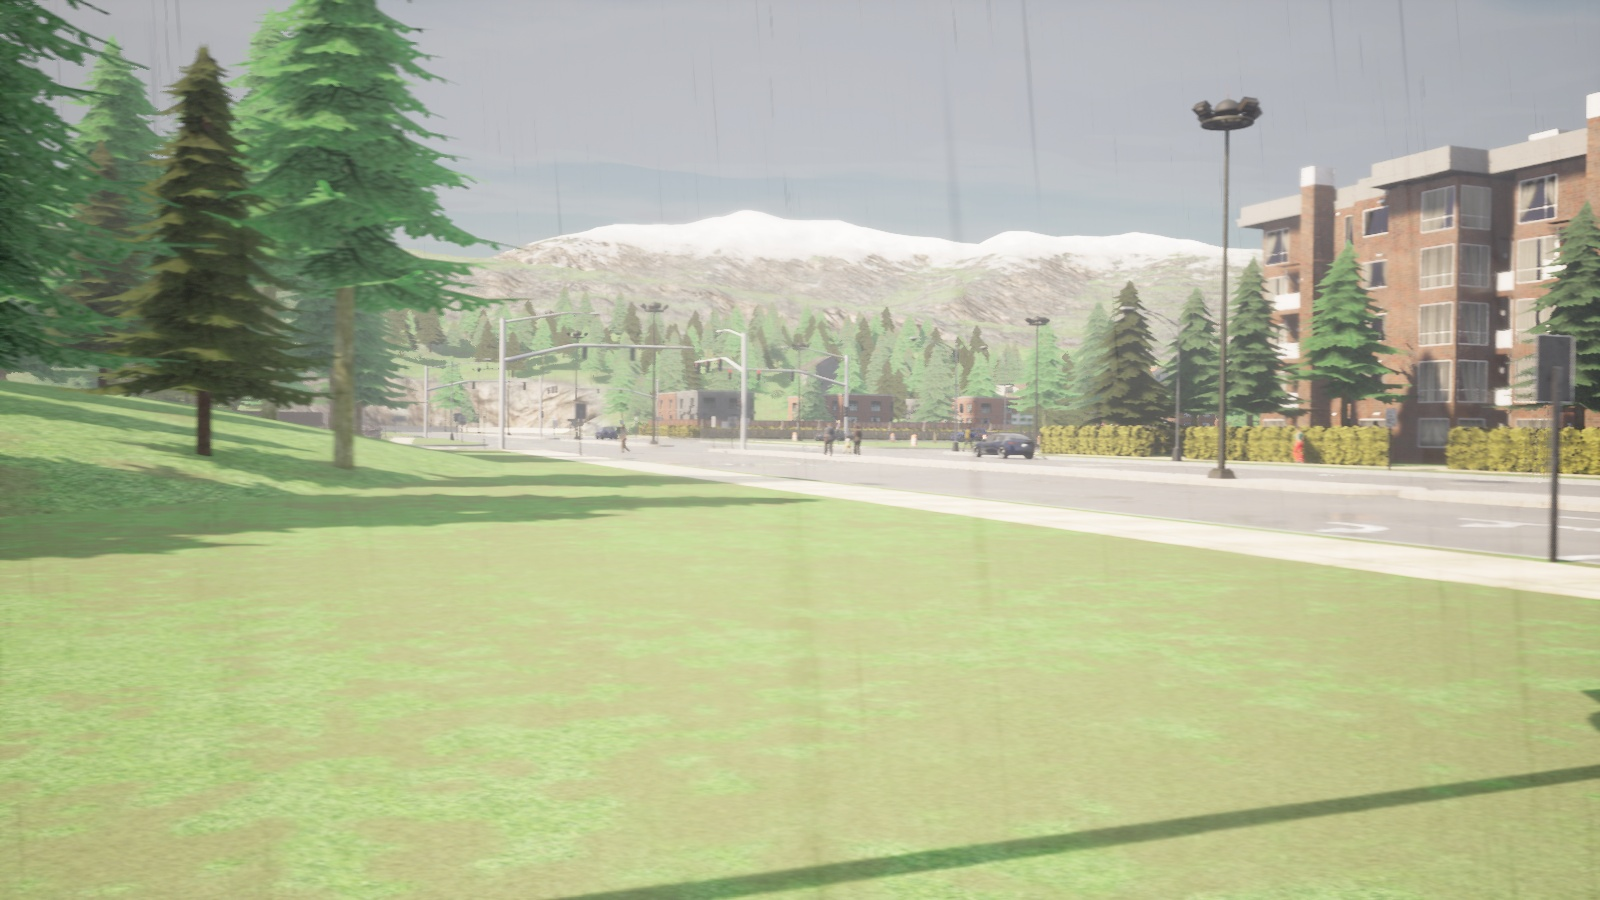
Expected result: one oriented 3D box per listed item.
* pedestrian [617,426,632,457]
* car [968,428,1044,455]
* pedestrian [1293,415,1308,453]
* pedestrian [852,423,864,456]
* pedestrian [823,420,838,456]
[{"bbox_3d":[-10.390,-0.495,74.320,0.694,1.848,0.540,-1,1,-31],"label":"pedestrian"},{"bbox_3d":[11.976,-0.496,73.349,2.163,1.488,4.792,-1,1,-22],"label":"car"},{"bbox_3d":[24.198,-0.773,60.736,0.345,1.836,0.594,-1,1,-22],"label":"pedestrian"},{"bbox_3d":[3.237,-0.577,70.094,0.328,1.805,0.869,-1,1,-22],"label":"pedestrian"},{"bbox_3d":[1.568,-0.607,65.328,0.540,1.848,0.694,-1,1,-19],"label":"pedestrian"}]
